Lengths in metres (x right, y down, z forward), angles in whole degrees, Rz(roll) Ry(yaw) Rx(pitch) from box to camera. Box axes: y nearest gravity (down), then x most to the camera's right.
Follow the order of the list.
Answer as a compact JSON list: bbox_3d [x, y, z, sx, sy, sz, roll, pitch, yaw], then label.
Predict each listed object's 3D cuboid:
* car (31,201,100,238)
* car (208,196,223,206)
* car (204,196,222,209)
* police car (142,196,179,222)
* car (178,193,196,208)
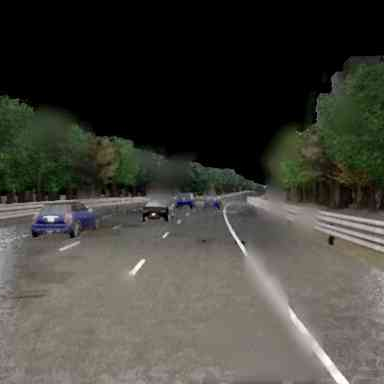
[{"bbox_3d":[-6.434,1.296,17.493,2.097,1.767,4.553,0,0,2],"label":"car"},{"bbox_3d":[3.889,1.465,54.508,2.128,1.511,4.902,0,0,8],"label":"car"},{"bbox_3d":[2.675,1.393,43.846,1.882,1.535,5.008,0,0,6],"label":"car"},{"bbox_3d":[-2.491,1.339,25.659,1.930,1.638,5.238,0,0,4],"label":"police car"},{"bbox_3d":[-0.769,1.147,45.602,2.150,2.045,5.566,0,0,7],"label":"car"}]
